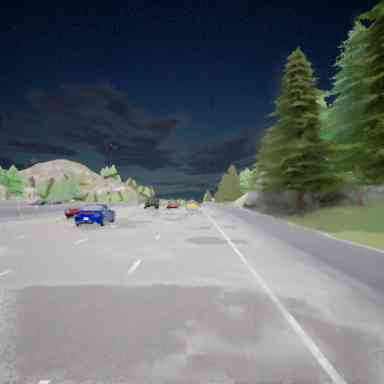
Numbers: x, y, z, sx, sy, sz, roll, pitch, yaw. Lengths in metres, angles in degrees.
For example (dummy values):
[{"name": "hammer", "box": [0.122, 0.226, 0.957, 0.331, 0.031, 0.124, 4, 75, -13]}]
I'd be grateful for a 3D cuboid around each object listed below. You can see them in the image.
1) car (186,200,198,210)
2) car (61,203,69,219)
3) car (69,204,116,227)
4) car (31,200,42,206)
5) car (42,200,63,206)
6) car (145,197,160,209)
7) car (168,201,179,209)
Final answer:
[{"name": "car", "box": [0.026, 2.105, 54.176, 1.801, 1.575, 5.366, 0, -1, 0]}, {"name": "car", "box": [-10.394, 1.823, 31.657, 1.895, 1.301, 4.718, 0, -1, 0]}, {"name": "car", "box": [-6.895, 1.610, 24.109, 1.882, 1.535, 5.008, 0, -1, 0]}, {"name": "car", "box": [-31.488, 2.339, 68.888, 1.837, 1.490, 4.892, 0, -2, 0]}, {"name": "car", "box": [-27.988, 2.390, 67.640, 1.882, 1.535, 5.008, 0, -2, 0]}, {"name": "car", "box": [-6.890, 1.938, 58.265, 2.150, 2.045, 5.566, 0, -1, 0]}, {"name": "car", "box": [-3.390, 2.344, 60.818, 1.994, 1.385, 4.181, 0, -1, 0]}]
